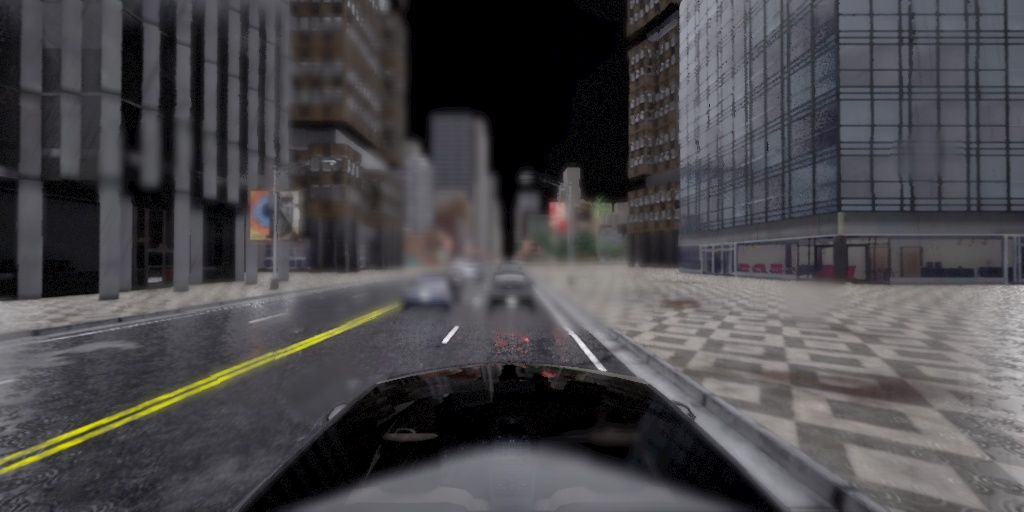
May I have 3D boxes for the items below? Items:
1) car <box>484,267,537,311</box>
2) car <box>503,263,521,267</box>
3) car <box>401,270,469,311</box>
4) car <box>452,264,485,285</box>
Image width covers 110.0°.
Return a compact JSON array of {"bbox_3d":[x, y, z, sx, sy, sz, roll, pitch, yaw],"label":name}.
[{"bbox_3d":[0.018,1.400,15.328,1.837,1.490,4.892,0,0,0],"label":"car"},{"bbox_3d":[0.020,1.396,30.256,2.097,1.767,4.553,0,-1,0],"label":"car"},{"bbox_3d":[-3.232,1.458,15.364,1.994,1.385,4.181,0,0,0],"label":"car"},{"bbox_3d":[-3.240,1.583,29.360,2.033,1.411,5.357,0,-1,0],"label":"car"}]
